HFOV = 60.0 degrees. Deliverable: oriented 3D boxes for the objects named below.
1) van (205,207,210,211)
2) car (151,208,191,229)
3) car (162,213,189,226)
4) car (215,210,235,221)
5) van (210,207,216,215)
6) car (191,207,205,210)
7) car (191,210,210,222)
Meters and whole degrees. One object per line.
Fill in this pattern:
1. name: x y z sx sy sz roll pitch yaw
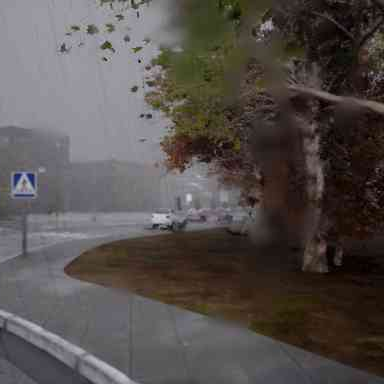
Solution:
1. van: 2.355 4.846 83.614 1.878 1.987 4.442 0 -2 19
2. car: -2.277 2.739 34.569 2.150 2.045 5.566 0 -4 19
3. car: -2.172 3.651 44.867 1.837 1.490 4.892 0 -3 19
4. car: 5.865 4.321 58.600 1.812 1.442 4.674 0 -3 18
5. van: 4.167 5.045 88.853 1.878 1.987 4.442 0 -2 19
6. car: 0.575 4.622 78.459 2.435 2.045 5.566 0 -2 19
7. car: 1.020 4.140 54.418 1.994 1.385 4.181 0 -2 19
